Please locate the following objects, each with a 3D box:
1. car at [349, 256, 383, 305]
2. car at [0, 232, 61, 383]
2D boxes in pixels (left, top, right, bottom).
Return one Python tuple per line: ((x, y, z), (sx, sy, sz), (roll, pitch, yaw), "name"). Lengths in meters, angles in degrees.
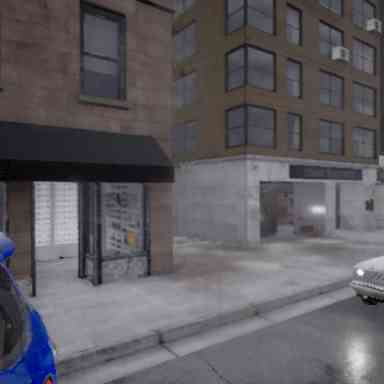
((5.292, 1.570, 6.847), (4.718, 1.301, 1.895), (0, 0, -36), "car")
((-3.220, 1.234, 0.772), (5.566, 2.045, 2.150), (0, 0, -35), "car")
